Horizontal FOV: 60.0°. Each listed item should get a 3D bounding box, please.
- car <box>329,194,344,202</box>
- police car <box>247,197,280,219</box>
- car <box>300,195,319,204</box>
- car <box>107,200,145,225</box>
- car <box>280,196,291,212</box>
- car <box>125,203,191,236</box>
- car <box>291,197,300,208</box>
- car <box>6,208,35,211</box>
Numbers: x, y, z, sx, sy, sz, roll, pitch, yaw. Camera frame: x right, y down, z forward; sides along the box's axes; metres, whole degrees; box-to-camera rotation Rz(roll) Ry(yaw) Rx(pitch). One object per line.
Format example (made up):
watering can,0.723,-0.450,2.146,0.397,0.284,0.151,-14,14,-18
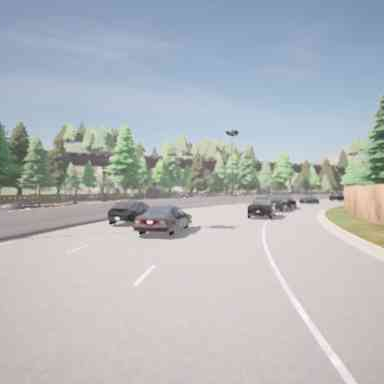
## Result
car,28.255,1.034,64.009,5.008,1.535,1.882,0,1,-40
police car,5.772,1.248,27.315,1.930,1.638,5.238,0,0,19
car,19.194,1.241,54.410,1.994,1.385,4.181,1,1,41
car,-3.874,1.328,22.206,1.837,1.490,4.892,0,0,14
car,8.947,1.282,35.278,1.837,1.490,4.892,0,0,25
car,-1.414,1.413,17.670,2.033,1.411,5.357,0,0,12
car,11.250,1.229,39.952,1.882,1.535,5.008,0,0,28
car,-11.445,1.364,21.409,1.994,1.385,4.181,0,0,14
